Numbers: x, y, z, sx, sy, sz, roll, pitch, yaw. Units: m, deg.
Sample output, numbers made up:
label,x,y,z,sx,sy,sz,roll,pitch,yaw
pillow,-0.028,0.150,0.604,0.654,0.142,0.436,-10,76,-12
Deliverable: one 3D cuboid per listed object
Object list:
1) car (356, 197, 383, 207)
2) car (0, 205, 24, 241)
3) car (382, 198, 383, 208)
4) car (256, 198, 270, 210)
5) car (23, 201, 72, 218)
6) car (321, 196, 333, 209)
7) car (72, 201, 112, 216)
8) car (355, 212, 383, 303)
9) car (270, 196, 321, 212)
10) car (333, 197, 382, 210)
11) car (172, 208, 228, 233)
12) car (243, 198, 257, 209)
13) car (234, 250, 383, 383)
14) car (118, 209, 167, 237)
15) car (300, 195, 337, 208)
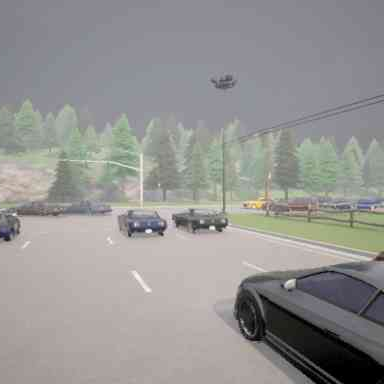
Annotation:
label,x,y,z,sx,sy,sz,roll,pitch,yaw
car,27.669,1.478,50.469,5.008,1.535,1.882,0,0,-19
car,-9.722,1.564,16.323,1.994,1.385,4.181,0,0,-21
car,28.914,1.492,47.199,4.902,1.511,2.128,0,0,-19
car,10.760,1.526,40.892,4.674,1.442,1.812,0,0,-18
car,-14.165,1.547,30.239,5.357,1.411,2.033,0,0,13
car,19.500,1.492,43.958,4.902,1.511,2.128,0,0,-19
car,-10.482,1.547,32.599,5.357,1.411,2.033,0,0,23
car,5.382,1.351,5.632,2.097,1.767,4.553,0,0,-20
car,11.666,1.352,37.519,4.553,1.767,2.097,0,0,-20
car,20.103,1.478,40.464,5.008,1.535,1.882,0,0,-19
car,0.297,1.601,19.701,1.895,1.301,4.718,0,0,-20
car,9.163,1.478,44.060,5.008,1.535,1.882,0,0,-20
car,2.184,1.564,4.177,1.994,1.385,4.181,0,0,-20
car,-2.867,1.601,18.202,1.895,1.301,4.718,0,0,-20
car,17.866,1.352,47.095,4.553,1.767,2.097,0,0,-19
